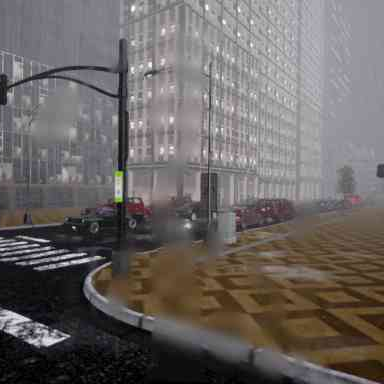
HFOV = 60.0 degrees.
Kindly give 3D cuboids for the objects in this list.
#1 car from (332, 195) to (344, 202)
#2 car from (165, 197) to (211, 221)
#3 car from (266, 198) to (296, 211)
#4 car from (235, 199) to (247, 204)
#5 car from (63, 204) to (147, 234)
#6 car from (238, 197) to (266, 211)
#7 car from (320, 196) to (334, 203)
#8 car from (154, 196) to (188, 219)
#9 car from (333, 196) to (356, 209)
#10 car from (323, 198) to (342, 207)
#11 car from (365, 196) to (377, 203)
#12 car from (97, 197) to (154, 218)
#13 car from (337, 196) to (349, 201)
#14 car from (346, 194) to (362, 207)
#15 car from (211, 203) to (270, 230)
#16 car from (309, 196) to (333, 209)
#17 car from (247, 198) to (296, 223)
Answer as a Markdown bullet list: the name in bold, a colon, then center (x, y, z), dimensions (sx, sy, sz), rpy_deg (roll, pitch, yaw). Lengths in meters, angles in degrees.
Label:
- **car**: center (36.202, 1.578, 82.427), dimensions (1.752, 1.417, 4.829), rpy_deg (1, 0, 35)
- **car**: center (0.331, 1.491, 27.434), dimensions (1.882, 1.535, 5.008), rpy_deg (1, 1, 35)
- **car**: center (11.742, 1.531, 43.488), dimensions (2.128, 1.511, 4.902), rpy_deg (1, 1, 36)
- **car**: center (5.793, 1.517, 35.149), dimensions (2.128, 1.511, 4.902), rpy_deg (1, 1, 35)
- **car**: center (-5.111, 1.602, 19.711), dimensions (1.895, 1.301, 4.718), rpy_deg (1, 1, 35)
- **car**: center (7.715, 1.438, 42.256), dimensions (1.967, 1.590, 4.097), rpy_deg (1, 0, 35)
- **car**: center (29.893, 1.624, 73.508), dimensions (1.802, 1.307, 4.206), rpy_deg (1, 0, 35)
- **car**: center (-1.788, 1.291, 28.929), dimensions (2.192, 1.841, 5.009), rpy_deg (1, 0, 35)
- **car**: center (21.418, 1.659, 47.080), dimensions (1.812, 1.442, 4.674), rpy_deg (1, 1, 35)
- **car**: center (23.126, 1.664, 54.560), dimensions (1.994, 1.385, 4.181), rpy_deg (1, 1, 35)
- **car**: center (39.531, 1.602, 73.486), dimensions (1.967, 1.590, 4.097), rpy_deg (1, 0, 35)
- **car**: center (-5.444, 1.282, 23.759), dimensions (2.192, 1.841, 5.009), rpy_deg (1, 0, 35)
- **car**: center (39.503, 1.624, 87.095), dimensions (1.947, 1.339, 4.313), rpy_deg (1, 0, 35)
- **car**: center (25.446, 1.370, 52.842), dimensions (2.150, 2.045, 5.566), rpy_deg (1, 1, 35)
- **car**: center (3.277, 1.672, 22.001), dimensions (1.802, 1.307, 4.206), rpy_deg (1, 0, 35)
- **car**: center (18.277, 1.654, 47.706), dimensions (1.994, 1.385, 4.181), rpy_deg (1, 1, 36)
- **car**: center (6.767, 1.413, 26.930), dimensions (2.192, 1.841, 5.009), rpy_deg (1, 0, 35)
